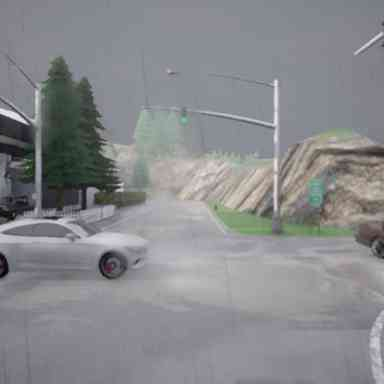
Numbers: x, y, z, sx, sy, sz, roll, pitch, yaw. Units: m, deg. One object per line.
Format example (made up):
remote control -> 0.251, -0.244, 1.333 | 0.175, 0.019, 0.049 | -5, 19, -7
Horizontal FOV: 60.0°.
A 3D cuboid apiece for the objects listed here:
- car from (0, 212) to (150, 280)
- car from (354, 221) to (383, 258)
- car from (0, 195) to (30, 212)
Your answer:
car -> -3.460, 1.386, 8.820 | 4.674, 1.442, 1.812 | 0, 0, -1
car -> 6.873, 1.328, 9.070 | 2.033, 1.411, 5.357 | 0, 0, -12
car -> -14.531, 1.227, 26.670 | 1.905, 1.878, 3.866 | 0, 0, -1
